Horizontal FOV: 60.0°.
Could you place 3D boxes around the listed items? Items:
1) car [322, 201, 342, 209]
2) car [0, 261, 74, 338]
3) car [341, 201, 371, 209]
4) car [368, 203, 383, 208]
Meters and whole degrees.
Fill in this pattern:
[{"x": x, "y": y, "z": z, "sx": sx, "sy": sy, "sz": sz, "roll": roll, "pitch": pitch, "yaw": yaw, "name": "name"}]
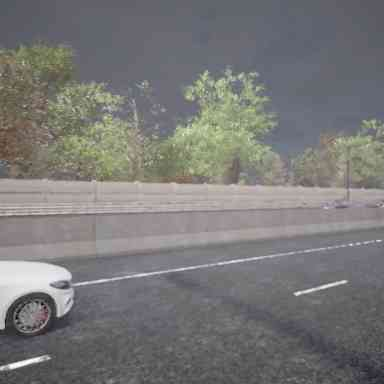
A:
[{"x": 18.487, "y": 1.922, "z": 42.156, "sx": 4.902, "sy": 1.511, "sz": 2.128, "roll": 1, "pitch": -1, "yaw": -34, "name": "car"}, {"x": -4.238, "y": 1.527, "z": 4.991, "sx": 4.674, "sy": 1.442, "sz": 1.812, "roll": 0, "pitch": 0, "yaw": -35, "name": "car"}, {"x": 20.090, "y": 1.898, "z": 39.016, "sx": 5.008, "sy": 1.535, "sz": 1.882, "roll": 1, "pitch": 0, "yaw": -34, "name": "car"}, {"x": 21.343, "y": 2.007, "z": 35.635, "sx": 4.718, "sy": 1.301, "sz": 1.895, "roll": 1, "pitch": 0, "yaw": -34, "name": "car"}]
